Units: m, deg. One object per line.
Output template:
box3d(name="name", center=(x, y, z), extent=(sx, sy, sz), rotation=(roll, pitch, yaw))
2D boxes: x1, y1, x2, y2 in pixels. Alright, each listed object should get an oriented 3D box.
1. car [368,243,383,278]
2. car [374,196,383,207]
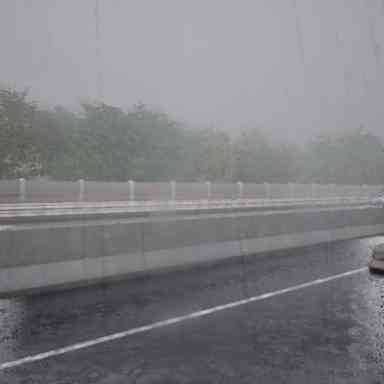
box3d(name="car", center=(6.631, 1.513, 8.513), extent=(5.357, 1.411, 2.033), rotation=(0, 0, -35))
box3d(name="car", center=(25.613, 1.166, 43.127), extent=(4.553, 1.767, 2.097), rotation=(0, 0, -34))
